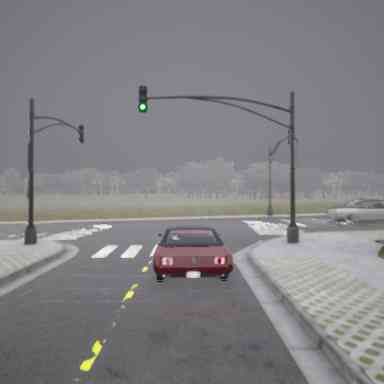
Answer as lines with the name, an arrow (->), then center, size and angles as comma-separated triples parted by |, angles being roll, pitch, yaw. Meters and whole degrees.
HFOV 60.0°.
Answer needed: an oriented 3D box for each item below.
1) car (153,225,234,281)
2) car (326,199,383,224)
car -> -0.074, 1.614, 9.856 | 1.895, 1.301, 4.718 | 0, 0, -3
car -> 11.129, 1.285, 21.068 | 4.718, 1.301, 1.895 | -2, -1, 1
